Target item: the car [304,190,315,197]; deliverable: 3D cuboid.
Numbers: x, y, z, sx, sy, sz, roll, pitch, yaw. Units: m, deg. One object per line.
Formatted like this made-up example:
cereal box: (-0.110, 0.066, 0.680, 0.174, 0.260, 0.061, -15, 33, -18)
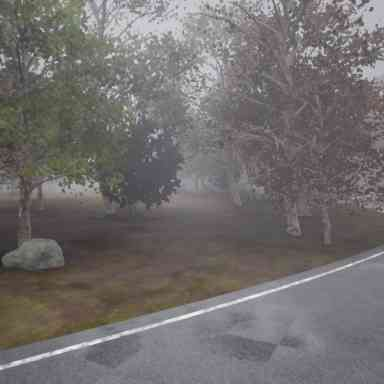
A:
car: (14.091, -0.135, 43.221, 1.837, 1.490, 4.892, -6, 3, -16)
